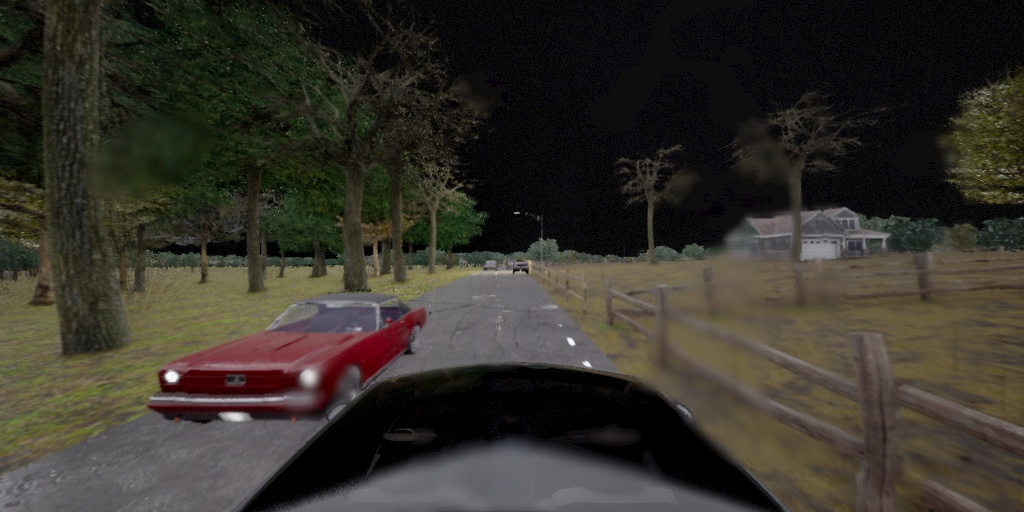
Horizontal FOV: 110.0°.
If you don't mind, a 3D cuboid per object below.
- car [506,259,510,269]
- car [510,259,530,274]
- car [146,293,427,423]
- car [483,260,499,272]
[{"bbox_3d":[-0.003,1.364,59.846,2.128,1.511,4.902,0,0,0],"label":"car"},{"bbox_3d":[0.960,1.299,40.881,1.837,1.490,4.892,0,0,0],"label":"car"},{"bbox_3d":[-2.850,1.349,5.898,1.895,1.301,4.718,0,0,0],"label":"car"},{"bbox_3d":[-2.823,1.328,48.859,1.837,1.490,4.892,0,-1,0],"label":"car"}]
